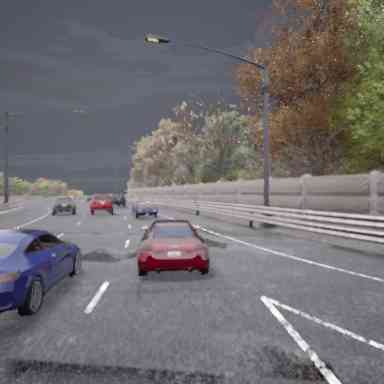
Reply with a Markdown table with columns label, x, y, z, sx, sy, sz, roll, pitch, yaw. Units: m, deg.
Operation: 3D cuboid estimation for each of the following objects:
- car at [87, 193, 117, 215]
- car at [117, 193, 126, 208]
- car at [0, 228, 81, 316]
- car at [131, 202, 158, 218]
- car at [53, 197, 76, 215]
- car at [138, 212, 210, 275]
| label | x | y | z | sx | sy | sz | roll | pitch | yaw |
| --- | --- | --- | --- | --- | --- | --- | --- | --- | --- |
| car | -9.425 | 1.202 | 34.555 | 2.150 | 2.045 | 5.566 | 0 | 0 | -18 |
| car | -11.137 | 1.188 | 48.053 | 2.150 | 2.045 | 5.566 | 0 | 0 | -25 |
| car | -3.845 | 1.528 | 7.306 | 1.812 | 1.442 | 4.674 | 0 | 0 | -4 |
| car | -4.316 | 1.571 | 29.594 | 1.895 | 1.301 | 4.718 | 0 | 0 | -16 |
| car | -13.093 | 1.346 | 34.295 | 2.097 | 1.767 | 4.553 | 0 | 0 | -19 |
| car | -0.640 | 1.550 | 10.522 | 1.994 | 1.385 | 4.181 | 0 | 0 | -5 |
